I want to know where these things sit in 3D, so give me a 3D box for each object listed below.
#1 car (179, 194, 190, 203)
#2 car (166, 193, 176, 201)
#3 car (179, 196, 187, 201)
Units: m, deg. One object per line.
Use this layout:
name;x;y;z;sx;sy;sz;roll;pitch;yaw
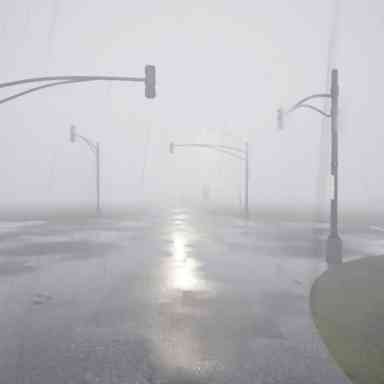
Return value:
car;-1.617;1.384;69.929;2.097;1.767;4.553;0;0;-3
car;-4.604;1.013;74.022;2.097;1.767;4.553;0;0;-3
car;-2.219;1.559;80.003;1.895;1.301;4.718;0;0;-4
